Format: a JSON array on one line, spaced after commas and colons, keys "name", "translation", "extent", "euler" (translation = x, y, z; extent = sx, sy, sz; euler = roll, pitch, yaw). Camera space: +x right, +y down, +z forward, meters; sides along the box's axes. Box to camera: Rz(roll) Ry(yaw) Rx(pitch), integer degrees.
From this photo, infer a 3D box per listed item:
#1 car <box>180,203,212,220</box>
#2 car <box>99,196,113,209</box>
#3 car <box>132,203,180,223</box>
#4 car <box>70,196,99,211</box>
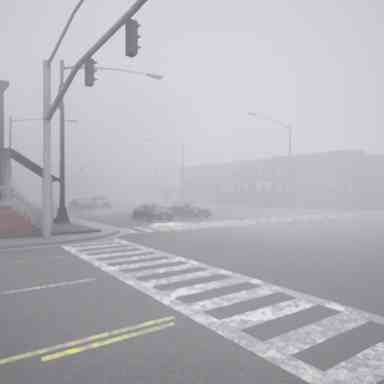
[{"name": "car", "translation": [-0.405, 1.586, 28.215], "extent": [1.895, 1.301, 4.718], "euler": [0, 0, -36]}, {"name": "car", "translation": [-12.429, 1.339, 45.036], "extent": [2.097, 1.767, 4.553], "euler": [0, 0, -35]}, {"name": "car", "translation": [-3.058, 1.553, 25.719], "extent": [1.994, 1.385, 4.181], "euler": [0, 0, -33]}, {"name": "car", "translation": [-13.324, 1.466, 40.253], "extent": [1.882, 1.535, 5.008], "euler": [0, 0, -35]}]
